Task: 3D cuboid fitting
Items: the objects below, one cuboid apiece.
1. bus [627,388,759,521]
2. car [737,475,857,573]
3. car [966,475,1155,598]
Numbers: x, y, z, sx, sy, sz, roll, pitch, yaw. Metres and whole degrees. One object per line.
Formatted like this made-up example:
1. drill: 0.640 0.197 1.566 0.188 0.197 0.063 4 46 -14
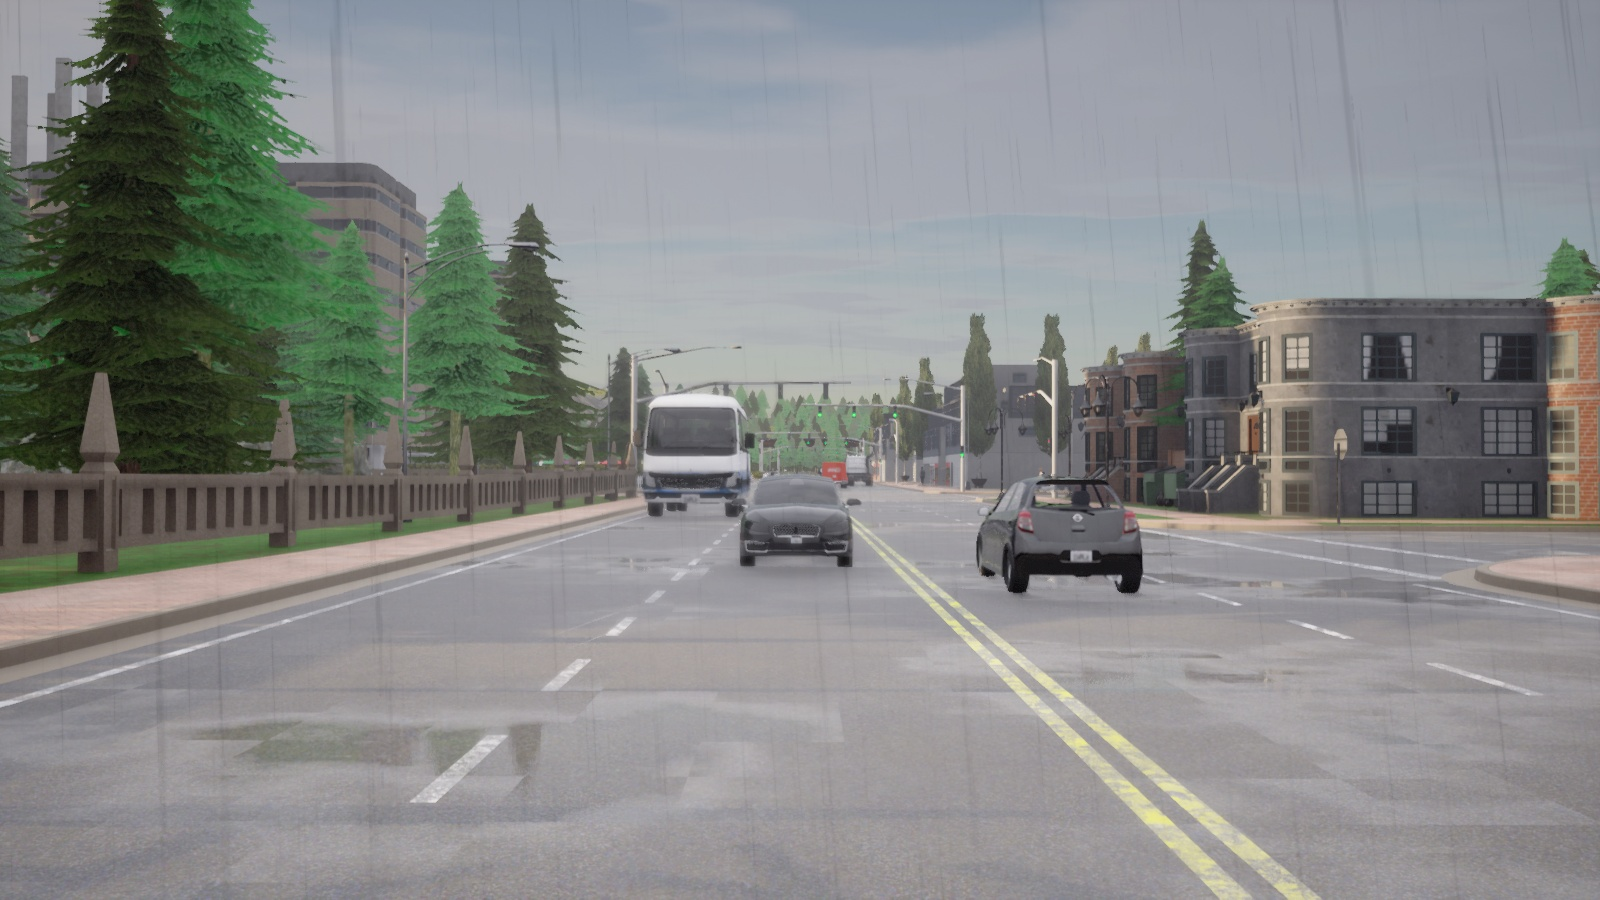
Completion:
1. bus: -3.612 0.231 45.691 3.944 4.253 10.273 0 -1 0
2. car: -0.051 1.192 21.812 1.837 1.490 4.892 0 -1 0
3. car: 3.460 1.111 17.347 1.845 1.501 3.633 0 -1 0
